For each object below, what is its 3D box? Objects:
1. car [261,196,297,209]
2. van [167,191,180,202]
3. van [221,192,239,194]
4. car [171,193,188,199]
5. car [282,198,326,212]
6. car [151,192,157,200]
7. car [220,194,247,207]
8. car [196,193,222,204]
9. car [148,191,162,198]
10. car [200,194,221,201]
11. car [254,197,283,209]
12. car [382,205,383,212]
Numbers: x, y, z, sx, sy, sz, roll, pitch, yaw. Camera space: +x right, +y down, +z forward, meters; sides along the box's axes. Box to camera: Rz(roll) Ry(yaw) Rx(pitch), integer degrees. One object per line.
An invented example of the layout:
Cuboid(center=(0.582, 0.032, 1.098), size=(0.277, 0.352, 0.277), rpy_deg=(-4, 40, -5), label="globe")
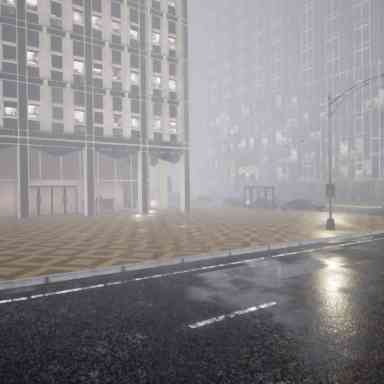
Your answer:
Cuboid(center=(11.205, 1.321, 43.032), size=(1.994, 1.385, 4.181), rpy_deg=(-1, 1, -34), label="car")
Cuboid(center=(-3.399, 0.936, 59.892), size=(1.690, 1.788, 3.998), rpy_deg=(0, 1, -34), label="van")
Cuboid(center=(6.726, 0.854, 59.908), size=(1.690, 1.788, 3.998), rpy_deg=(-1, 1, -34), label="van")
Cuboid(center=(-2.869, 0.935, 74.006), size=(1.802, 1.307, 4.206), rpy_deg=(0, 1, -34), label="car")
Cuboid(center=(12.486, 1.422, 36.331), size=(1.947, 1.339, 4.313), rpy_deg=(-1, 1, -34), label="car")
Cuboid(center=(-9.797, 1.038, 69.290), size=(2.008, 1.369, 4.403), rpy_deg=(0, 1, -34), label="car")
Cuboid(center=(6.152, 1.318, 45.771), size=(1.947, 1.339, 4.313), rpy_deg=(-1, 1, -34), label="car")
Cuboid(center=(2.434, 1.139, 55.957), size=(1.812, 1.442, 4.674), rpy_deg=(-1, 1, -34), label="car")
Cuboid(center=(-9.267, 0.685, 83.399), size=(1.967, 1.590, 4.097), rpy_deg=(0, 1, -34), label="car")
Cuboid(center=(3.528, 1.042, 64.609), size=(1.802, 1.307, 4.206), rpy_deg=(-1, 1, -34), label="car")
Cuboid(center=(9.302, 1.387, 41.041), size=(1.802, 1.307, 4.206), rpy_deg=(-1, 1, -34), label="car")
Cuboid(center=(20.091, 1.245, 30.376), size=(2.097, 1.767, 4.553), rpy_deg=(-1, 1, -37), label="car")
